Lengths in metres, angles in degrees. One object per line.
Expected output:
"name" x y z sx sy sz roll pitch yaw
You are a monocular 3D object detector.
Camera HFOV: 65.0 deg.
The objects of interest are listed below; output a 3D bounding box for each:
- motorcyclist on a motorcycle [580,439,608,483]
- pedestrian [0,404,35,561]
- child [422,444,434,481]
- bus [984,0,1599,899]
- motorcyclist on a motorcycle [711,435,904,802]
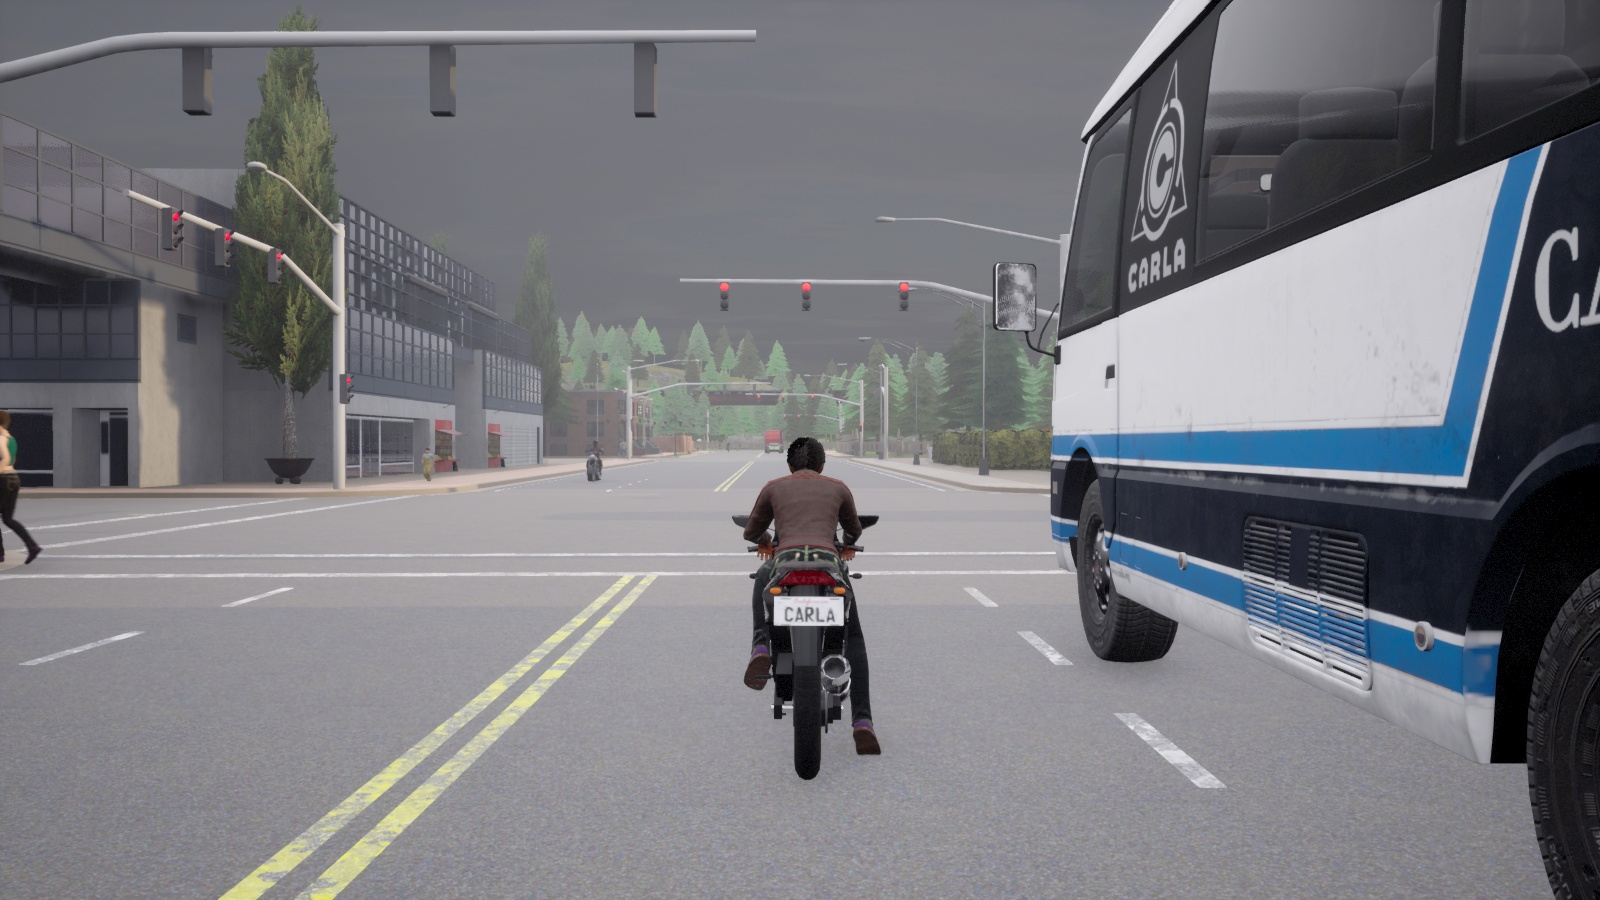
"motorcyclist on a motorcycle" -7.973 0.416 48.638 0.766 1.649 2.350 0 0 -1
"pedestrian" -9.459 0.383 14.864 0.594 1.836 0.345 0 0 -9
"child" -12.930 0.428 43.656 0.270 1.263 0.437 0 0 6
"bus" 3.533 -0.659 5.564 3.944 4.253 10.273 0 0 0
"motorcyclist on a motorcycle" 0.030 0.693 6.236 0.797 1.523 2.044 0 0 0
